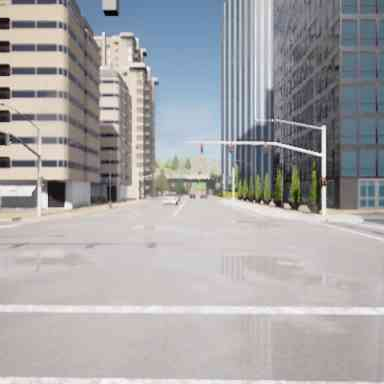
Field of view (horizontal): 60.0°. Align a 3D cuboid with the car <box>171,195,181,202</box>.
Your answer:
[{"bbox_3d":[-3.365,1.365,70.656,1.882,1.535,5.008,0,0,0],"label":"car"}]

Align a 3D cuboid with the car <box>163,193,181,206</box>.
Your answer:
[{"bbox_3d":[-3.479,1.146,54.671,2.150,2.045,5.566,0,0,0],"label":"car"}]
